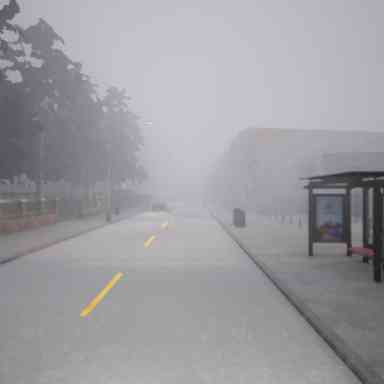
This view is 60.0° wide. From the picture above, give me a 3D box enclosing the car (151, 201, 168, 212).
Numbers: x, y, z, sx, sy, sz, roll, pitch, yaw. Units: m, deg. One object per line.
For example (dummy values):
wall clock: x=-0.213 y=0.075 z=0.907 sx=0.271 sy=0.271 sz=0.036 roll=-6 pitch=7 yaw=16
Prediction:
car: x=-4.098 y=1.810 z=42.762 sx=1.895 sy=1.301 sz=4.718 roll=0 pitch=0 yaw=0
